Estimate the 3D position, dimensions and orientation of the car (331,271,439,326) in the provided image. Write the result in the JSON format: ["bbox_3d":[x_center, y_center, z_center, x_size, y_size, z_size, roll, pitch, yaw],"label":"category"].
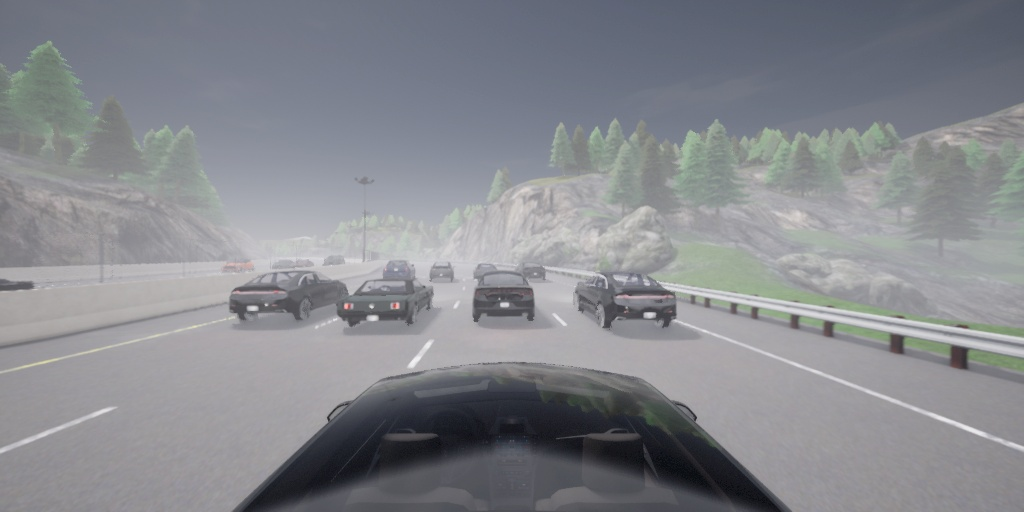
[{"bbox_3d":[-3.784,1.343,11.662,1.895,1.301,4.718,0,0,-3],"label":"car"}]

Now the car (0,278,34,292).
[{"bbox_3d":[-17.962,1.252,10.713,1.882,1.535,5.008,0,0,-4],"label":"car"}]

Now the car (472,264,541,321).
[{"bbox_3d":[-0.346,1.211,12.509,1.882,1.535,5.008,0,0,-3],"label":"car"}]

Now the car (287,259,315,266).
[{"bbox_3d":[-27.675,1.214,47.574,1.882,1.535,5.008,0,0,-16],"label":"car"}]

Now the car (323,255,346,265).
[{"bbox_3d":[-24.870,0.947,50.531,2.150,2.045,5.566,0,0,-16],"label":"car"}]

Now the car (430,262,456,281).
[{"bbox_3d":[-5.683,1.210,29.357,2.128,1.511,4.902,0,0,-9],"label":"car"}]

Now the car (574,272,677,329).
[{"bbox_3d":[3.233,1.220,11.131,2.128,1.511,4.902,0,0,-3],"label":"car"}]

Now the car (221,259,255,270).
[{"bbox_3d":[-34.205,1.107,44.883,2.097,1.767,4.553,0,0,-16],"label":"car"}]

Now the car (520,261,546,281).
[{"bbox_3d":[1.391,1.181,29.379,1.882,1.535,5.008,0,0,-8],"label":"car"}]

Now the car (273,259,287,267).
[{"bbox_3d":[-32.361,1.244,51.129,1.837,1.490,4.892,0,0,-17],"label":"car"}]

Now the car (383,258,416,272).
[{"bbox_3d":[-9.316,1.077,29.898,2.097,1.767,4.553,0,0,-9],"label":"car"}]

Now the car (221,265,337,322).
[{"bbox_3d":[-7.354,1.240,12.387,2.128,1.511,4.902,0,0,-3],"label":"car"}]
